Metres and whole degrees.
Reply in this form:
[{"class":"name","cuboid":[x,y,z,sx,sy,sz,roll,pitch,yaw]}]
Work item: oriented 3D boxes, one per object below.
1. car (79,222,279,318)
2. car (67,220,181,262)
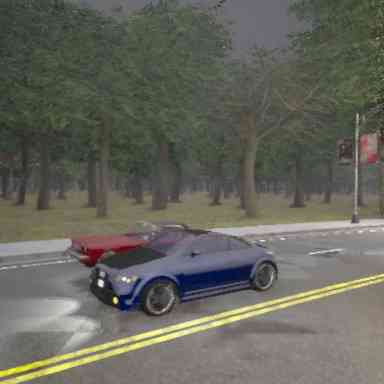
[{"class":"car","cuboid":[-0.053,1.551,7.404,4.181,1.385,1.994,0,0,-33]},{"class":"car","cuboid":[-1.354,1.581,10.439,4.718,1.301,1.895,0,0,-33]}]
